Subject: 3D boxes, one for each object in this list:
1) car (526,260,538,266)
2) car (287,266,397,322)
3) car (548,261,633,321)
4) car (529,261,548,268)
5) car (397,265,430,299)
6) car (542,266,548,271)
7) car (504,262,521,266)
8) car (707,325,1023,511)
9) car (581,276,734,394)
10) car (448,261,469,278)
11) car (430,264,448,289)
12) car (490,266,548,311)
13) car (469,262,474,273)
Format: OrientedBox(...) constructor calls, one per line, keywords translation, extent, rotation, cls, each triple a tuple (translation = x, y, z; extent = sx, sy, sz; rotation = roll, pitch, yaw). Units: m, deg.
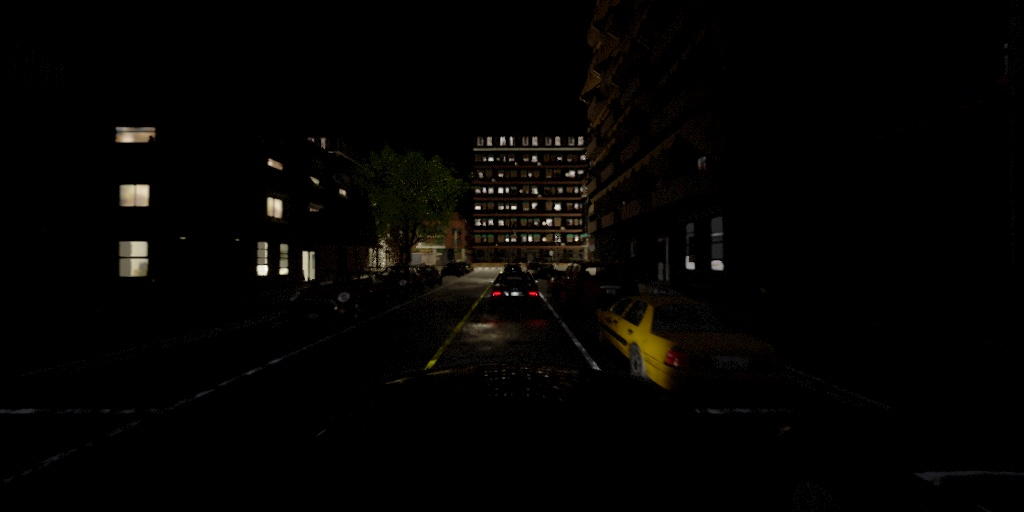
OrientedBox(translation=(2.743, 1.233, 46.354), extent=(1.967, 1.591, 4.097), rotation=(0, 0, 0), cls="car")
OrientedBox(translation=(-5.656, 1.198, 12.179), extent=(1.967, 1.591, 4.097), rotation=(0, 0, 0), cls="car")
OrientedBox(translation=(2.692, 1.073, 12.238), extent=(2.192, 1.841, 5.009), rotation=(0, 0, 0), cls="car")
OrientedBox(translation=(2.694, 1.340, 29.297), extent=(1.948, 1.339, 4.313), rotation=(0, 0, 0), cls="car")
OrientedBox(translation=(-5.655, 1.203, 17.867), extent=(1.967, 1.591, 4.097), rotation=(0, 0, 0), cls="car")
OrientedBox(translation=(2.693, 1.345, 17.925), extent=(1.802, 1.307, 4.207), rotation=(0, 0, 0), cls="car")
OrientedBox(translation=(0.105, 1.350, 40.107), extent=(1.994, 1.385, 4.181), rotation=(0, 0, 0), cls="car")
OrientedBox(translation=(2.691, 1.300, 0.864), extent=(2.007, 1.370, 4.403), rotation=(0, 0, 0), cls="car")
OrientedBox(translation=(2.691, 1.279, 6.721), extent=(1.751, 1.417, 4.829), rotation=(0, 0, 0), cls="car")
OrientedBox(translation=(-5.653, 1.346, 34.926), extent=(1.948, 1.339, 4.313), rotation=(0, 0, 0), cls="car")
OrientedBox(translation=(-5.654, 1.351, 23.553), extent=(1.802, 1.307, 4.207), rotation=(0, 0, 0), cls="car")
OrientedBox(translation=(0.100, 1.308, 14.402), extent=(2.033, 1.411, 5.357), rotation=(0, 0, 0), cls="car")
OrientedBox(translation=(-5.652, 1.337, 40.614), extent=(2.007, 1.370, 4.403), rotation=(0, 0, 0), cls="car")
